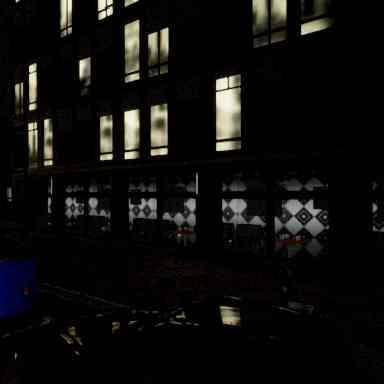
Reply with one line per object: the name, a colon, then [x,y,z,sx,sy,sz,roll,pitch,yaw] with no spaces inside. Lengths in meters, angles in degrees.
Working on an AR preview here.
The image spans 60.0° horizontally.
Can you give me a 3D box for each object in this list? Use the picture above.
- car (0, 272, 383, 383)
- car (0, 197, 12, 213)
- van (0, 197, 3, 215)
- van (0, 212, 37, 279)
car: [0.120,1.582,2.752,4.206,1.307,1.802,0,0,35]
car: [-14.409,1.357,28.165,2.192,1.841,5.009,-1,-1,35]
van: [-21.246,1.424,33.010,1.690,1.788,3.998,-1,-1,35]
van: [-4.513,1.342,6.054,3.998,1.788,1.690,0,0,35]
